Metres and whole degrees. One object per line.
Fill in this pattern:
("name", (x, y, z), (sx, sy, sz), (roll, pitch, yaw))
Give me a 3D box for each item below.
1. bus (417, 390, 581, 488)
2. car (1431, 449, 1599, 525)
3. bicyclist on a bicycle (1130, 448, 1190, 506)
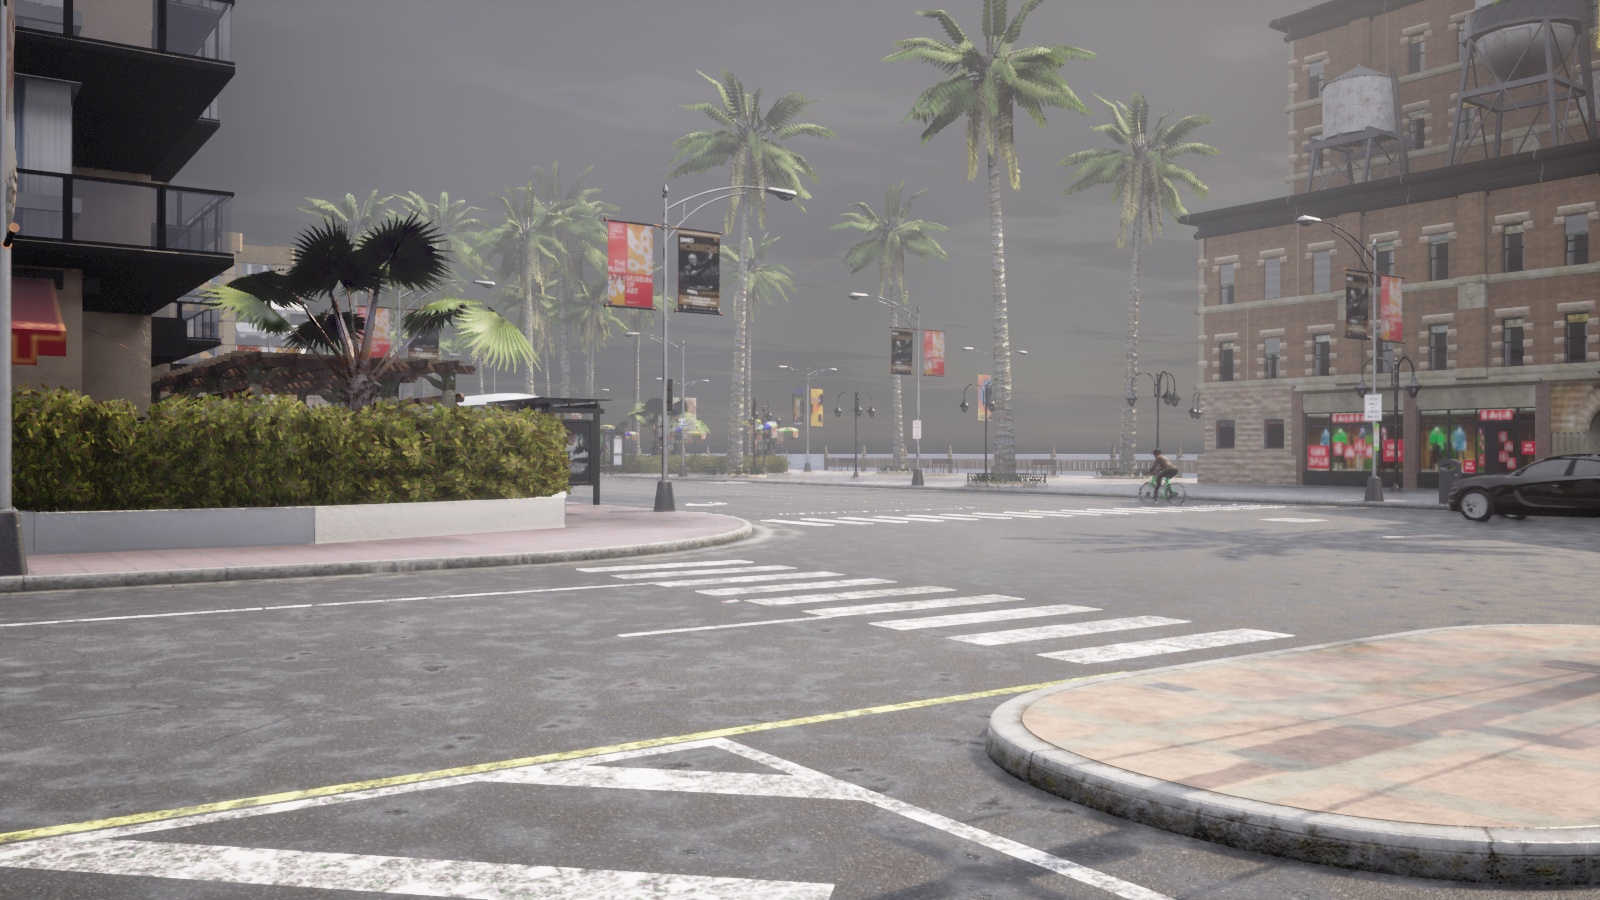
("bus", (-14.568, -0.454, 59.947), (3.944, 4.253, 10.273), (0, 0, -36))
("car", (16.487, 0.753, 26.896), (1.882, 1.535, 5.008), (0, 0, -34))
("bicyclist on a bicycle", (10.297, 0.764, 35.952), (0.582, 1.620, 1.656), (0, 0, -34))
